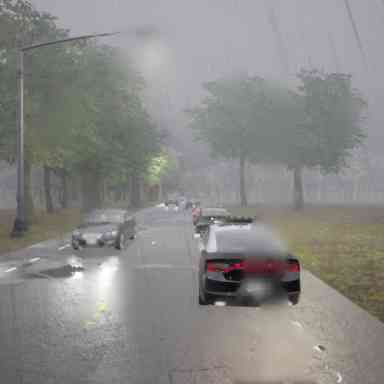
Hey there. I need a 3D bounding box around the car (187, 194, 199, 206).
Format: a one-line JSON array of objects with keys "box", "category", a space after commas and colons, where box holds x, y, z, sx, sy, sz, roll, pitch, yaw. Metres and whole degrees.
[{"box": [0.187, 1.462, 59.521, 2.150, 2.045, 5.566, 0, -1, 0], "category": "car"}]

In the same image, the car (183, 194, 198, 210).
[{"box": [0.188, 1.470, 45.534, 2.097, 1.767, 4.553, 0, 0, 1], "category": "car"}]

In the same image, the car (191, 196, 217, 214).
[{"box": [1.125, 1.356, 24.047, 2.097, 1.767, 4.553, 0, 0, 0], "category": "car"}]

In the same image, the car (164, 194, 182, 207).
[{"box": [-3.410, 1.435, 56.445, 2.150, 2.045, 5.566, 0, -1, 0], "category": "car"}]

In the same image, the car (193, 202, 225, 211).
[{"box": [1.107, 1.503, 18.075, 1.837, 1.490, 4.892, 0, 0, 0], "category": "car"}]

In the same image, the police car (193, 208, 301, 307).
[{"box": [1.076, 1.423, 8.184, 1.930, 1.638, 5.238, 0, 0, 0], "category": "police car"}]

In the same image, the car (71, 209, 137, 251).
[{"box": [-3.554, 1.487, 14.219, 2.128, 1.511, 4.902, 0, 0, 0], "category": "car"}]
